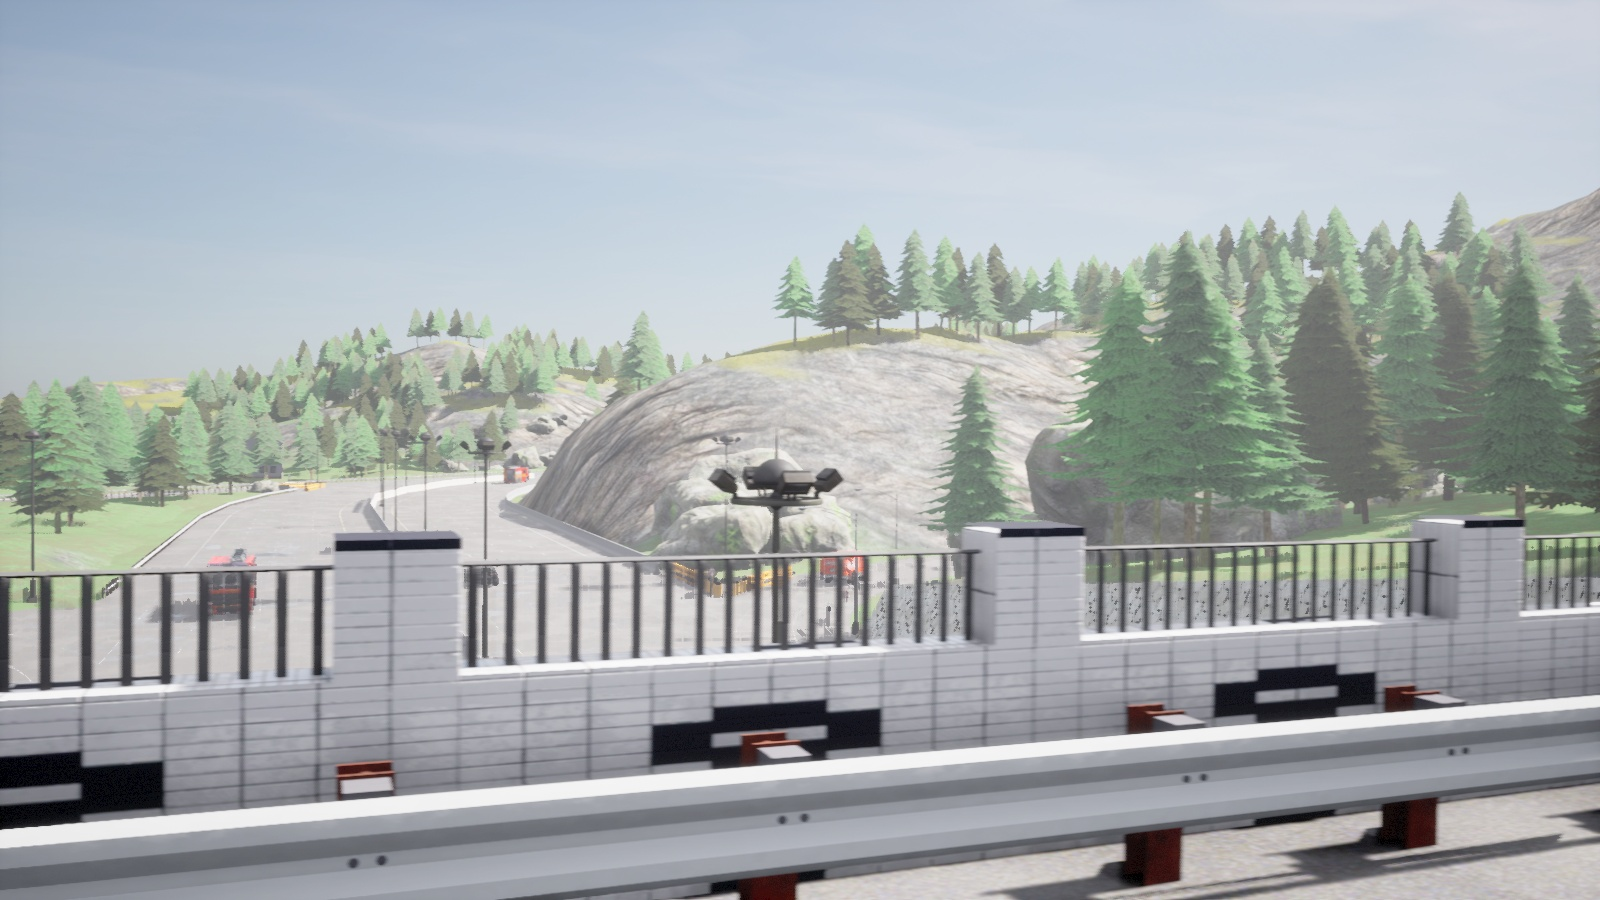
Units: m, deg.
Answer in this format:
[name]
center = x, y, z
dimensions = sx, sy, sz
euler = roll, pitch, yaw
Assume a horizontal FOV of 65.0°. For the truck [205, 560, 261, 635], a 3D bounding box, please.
[truck]
center = -37.748, 9.684, 83.778
dimensions = 2.891, 3.827, 8.468
euler = -1, 1, -21
